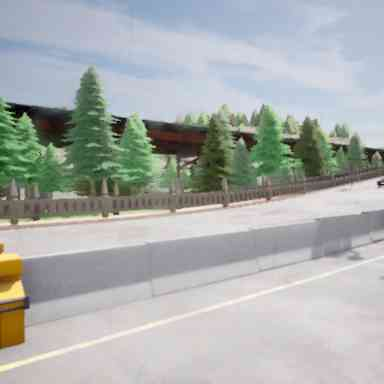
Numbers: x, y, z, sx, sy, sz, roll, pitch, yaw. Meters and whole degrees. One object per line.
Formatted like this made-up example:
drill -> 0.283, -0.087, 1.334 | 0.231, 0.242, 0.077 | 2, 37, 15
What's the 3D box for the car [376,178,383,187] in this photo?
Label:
car -> 23.453, -1.368, 38.852 | 4.718, 1.301, 1.895 | -9, 5, -36
